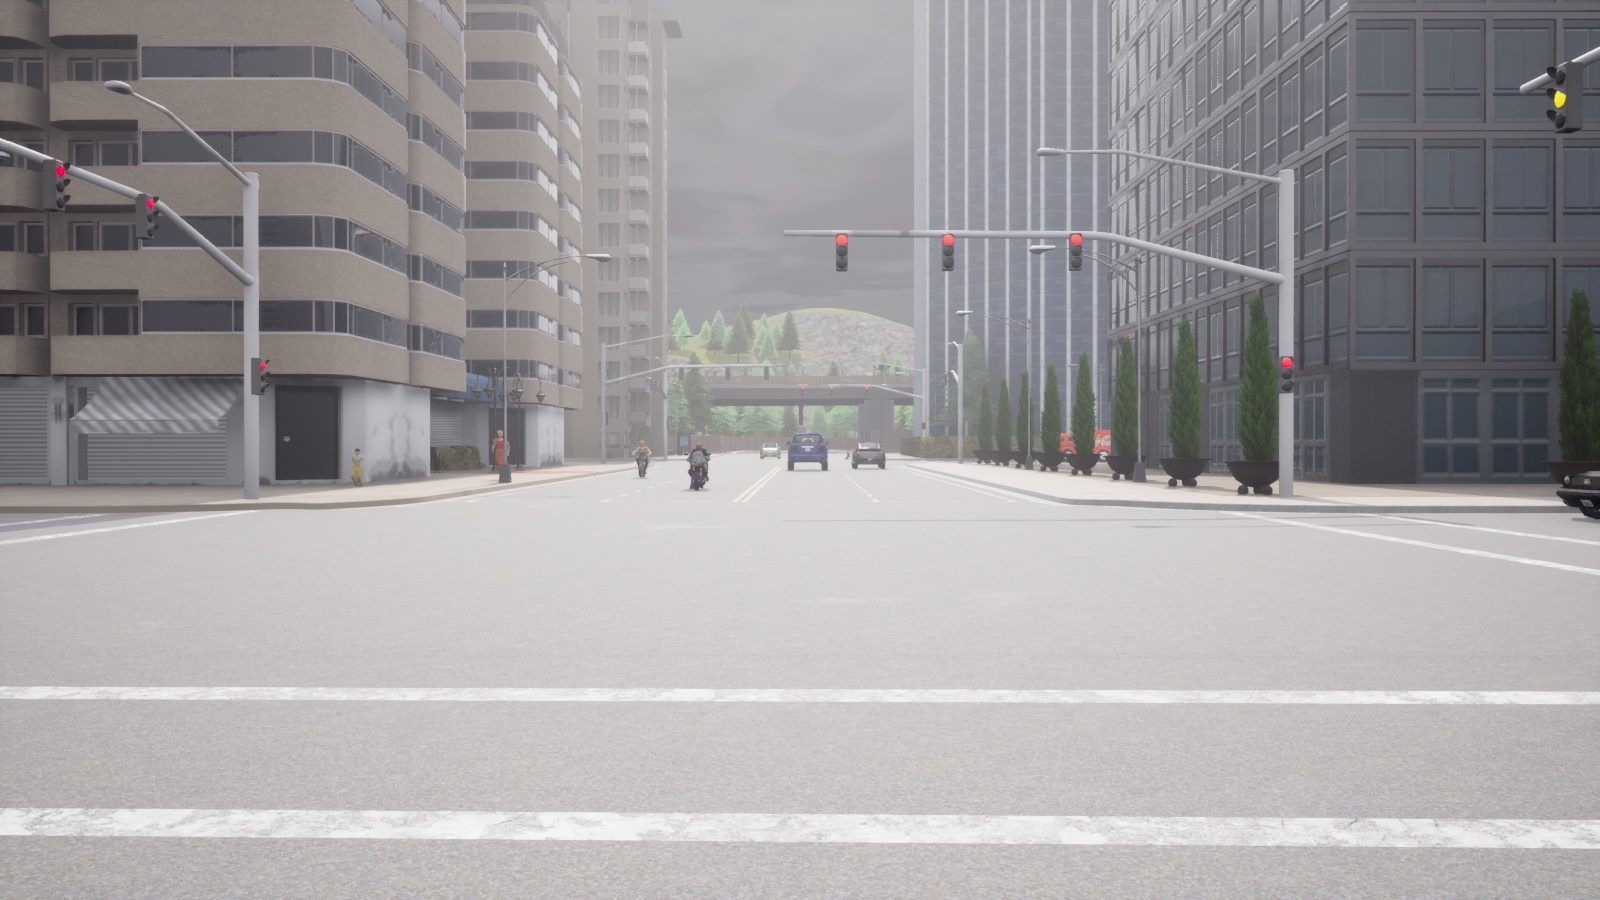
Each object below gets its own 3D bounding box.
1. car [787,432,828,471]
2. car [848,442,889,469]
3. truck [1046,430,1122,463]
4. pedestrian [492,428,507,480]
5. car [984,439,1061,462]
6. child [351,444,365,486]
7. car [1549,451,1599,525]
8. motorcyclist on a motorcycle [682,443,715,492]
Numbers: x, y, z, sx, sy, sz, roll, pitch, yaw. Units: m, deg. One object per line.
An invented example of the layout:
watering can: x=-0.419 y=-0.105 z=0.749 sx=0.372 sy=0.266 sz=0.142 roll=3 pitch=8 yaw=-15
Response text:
car: x=0.429 y=0.077 z=68.917 sx=2.150 sy=2.045 sz=5.566 roll=0 pitch=0 yaw=0
car: x=3.955 y=0.294 z=72.949 sx=2.128 sy=1.511 sz=4.902 roll=0 pitch=0 yaw=0
truck: x=21.701 y=-0.265 z=96.011 sx=5.204 sy=2.467 sz=2.627 roll=0 pitch=0 yaw=0
pedestrian: x=-10.771 y=0.142 z=45.076 sx=0.345 sy=1.836 sz=0.594 roll=0 pitch=0 yaw=6
car: x=15.749 y=0.036 z=88.988 sx=5.027 sy=1.651 sz=2.152 roll=0 pitch=0 yaw=0
child: x=-13.573 y=0.455 z=38.571 sx=0.270 sy=1.263 sz=0.437 roll=0 pitch=0 yaw=5
car: x=16.486 y=0.677 z=22.714 sx=4.718 sy=1.301 sz=1.895 roll=0 pitch=0 yaw=1
motorcyclist on a motorcycle: x=-3.242 y=0.551 z=40.296 sx=0.866 sy=1.530 sz=2.191 roll=0 pitch=0 yaw=0
